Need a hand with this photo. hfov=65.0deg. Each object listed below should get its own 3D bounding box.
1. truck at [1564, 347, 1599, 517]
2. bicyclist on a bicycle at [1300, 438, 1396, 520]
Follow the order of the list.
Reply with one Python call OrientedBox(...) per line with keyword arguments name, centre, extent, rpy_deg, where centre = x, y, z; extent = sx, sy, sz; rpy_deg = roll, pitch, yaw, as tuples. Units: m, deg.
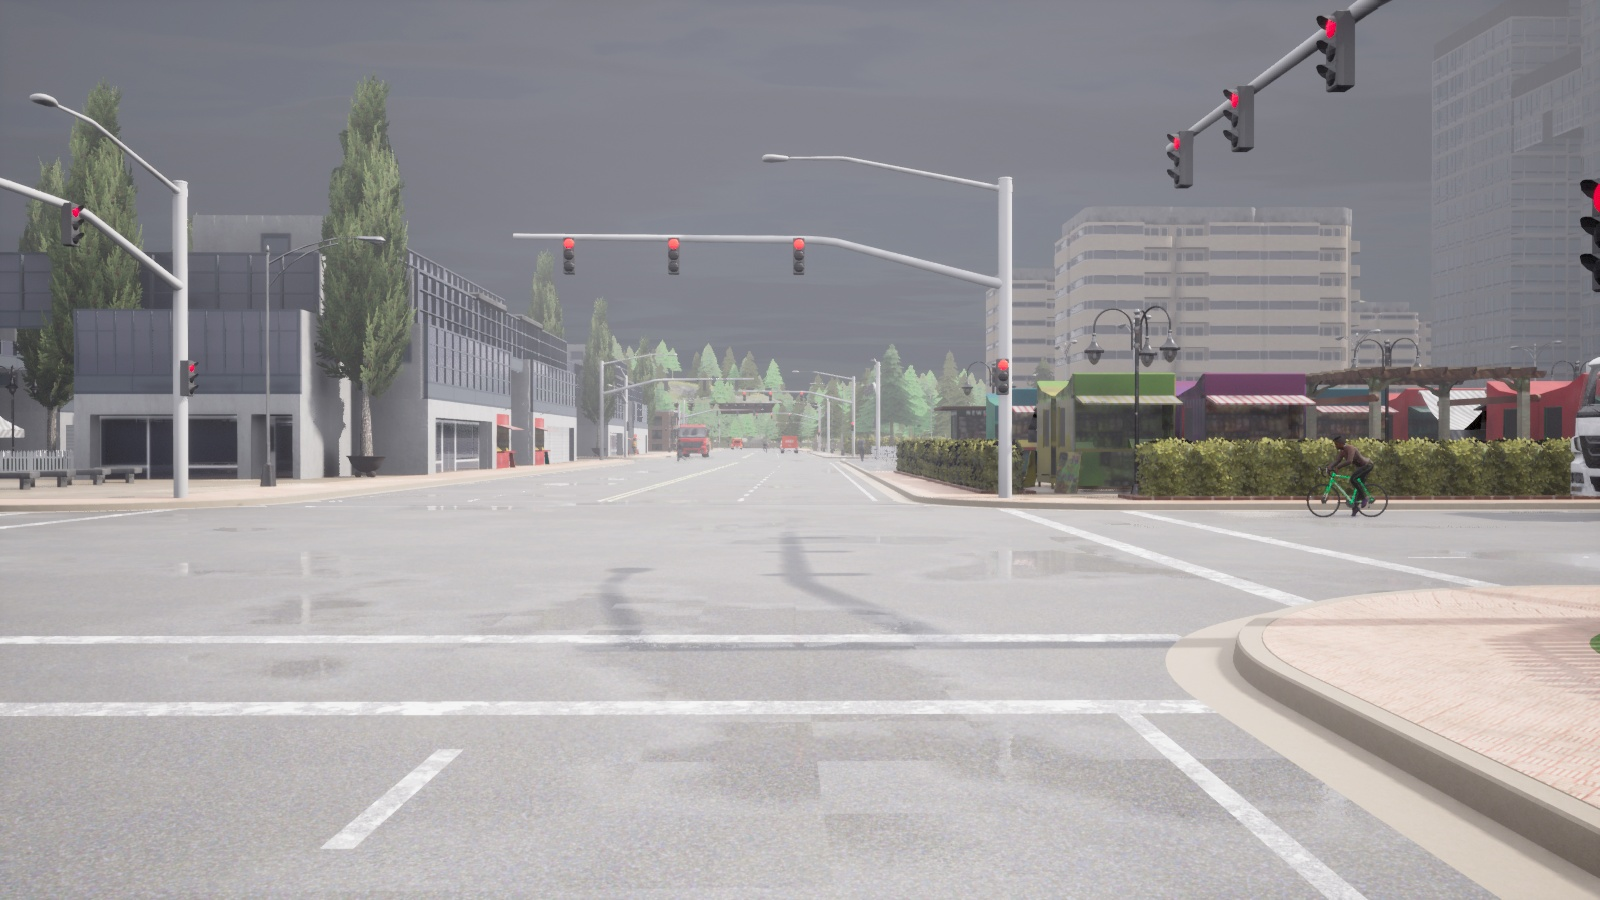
OrientedBox(name="truck", centre=(20.193, -0.362, 25.251), extent=(7.936, 3.462, 2.891), rpy_deg=(0, 0, -1))
OrientedBox(name="bicyclist on a bicycle", centre=(10.932, 0.567, 25.075), extent=(1.656, 1.620, 0.582), rpy_deg=(0, 0, -1))
